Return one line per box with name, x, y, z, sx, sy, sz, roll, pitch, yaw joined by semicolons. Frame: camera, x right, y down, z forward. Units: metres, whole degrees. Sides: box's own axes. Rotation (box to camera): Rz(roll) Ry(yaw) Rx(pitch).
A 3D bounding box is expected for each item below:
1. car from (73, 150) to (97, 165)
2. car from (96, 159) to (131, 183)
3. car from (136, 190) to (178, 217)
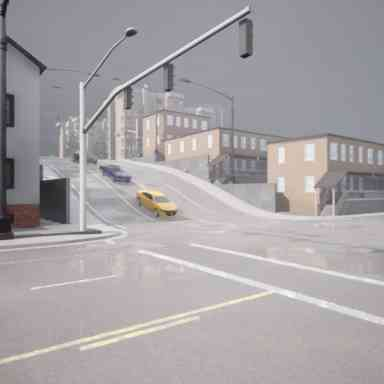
car;-13.849;-4.616;43.122;2.097;1.767;4.553;0;9;-35
car;-8.143;-2.041;35.234;1.895;1.301;4.718;0;17;-36
car;-3.019;0.820;28.329;1.882;1.535;5.008;0;16;-37
